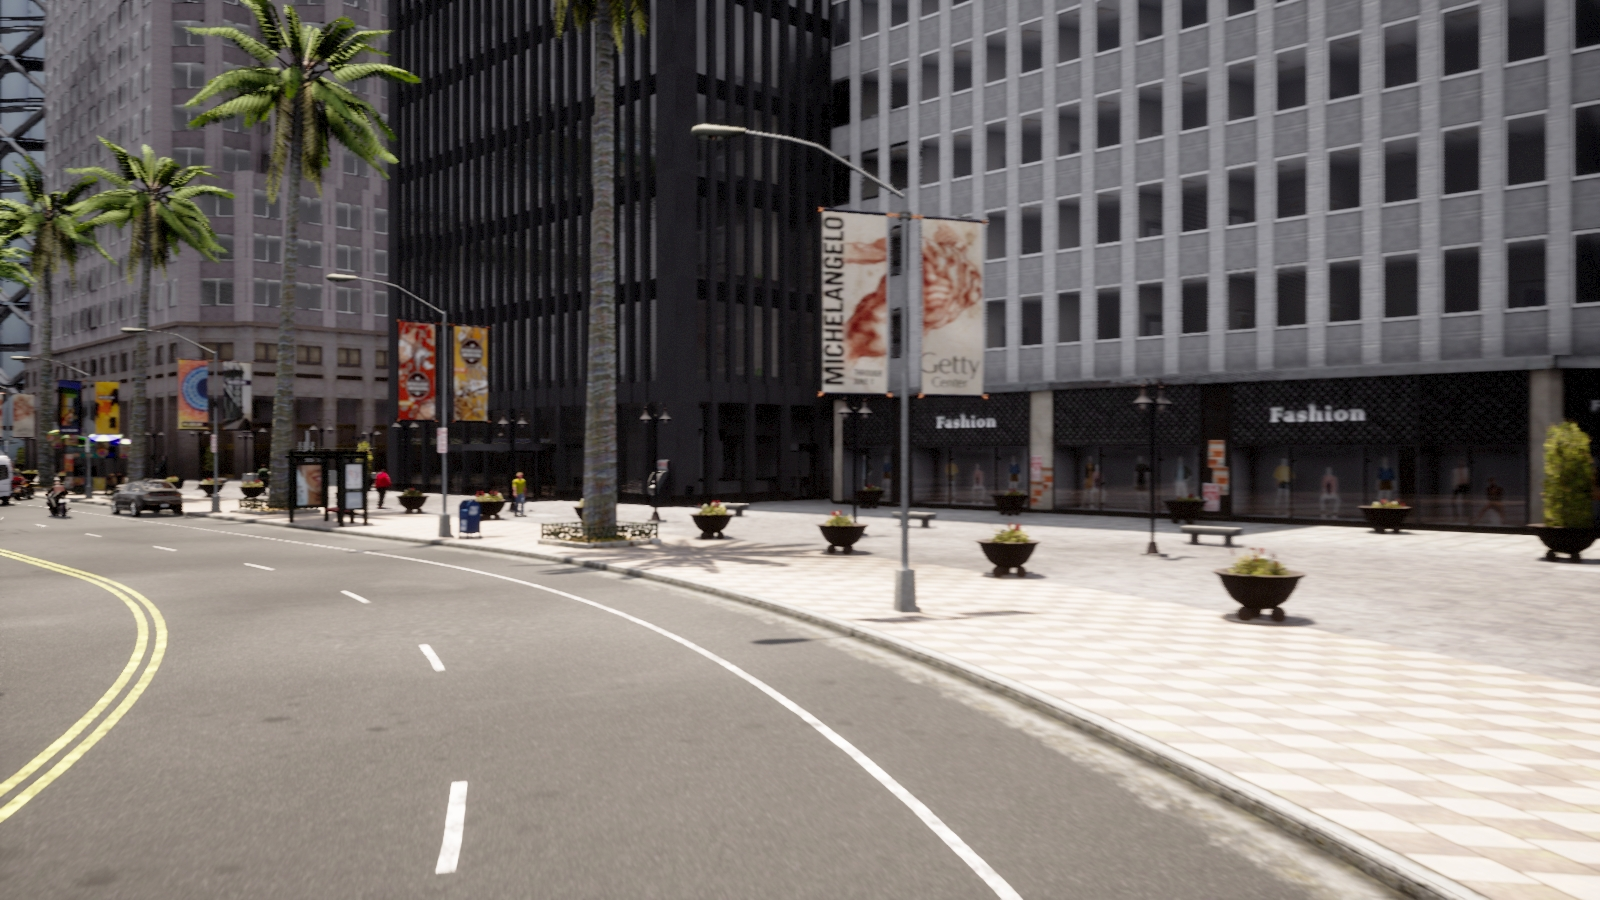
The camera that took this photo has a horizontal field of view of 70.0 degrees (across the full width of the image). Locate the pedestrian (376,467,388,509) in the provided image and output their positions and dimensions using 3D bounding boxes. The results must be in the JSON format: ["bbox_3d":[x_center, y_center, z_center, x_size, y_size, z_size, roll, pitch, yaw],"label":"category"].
[{"bbox_3d":[-18.945,1.717,51.771,0.375,1.860,0.375,0,0,13],"label":"pedestrian"}]

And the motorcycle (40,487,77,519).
[{"bbox_3d":[-31.251,2.234,48.118,2.209,1.251,0.867,0,0,45],"label":"motorcycle"}]

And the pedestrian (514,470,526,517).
[{"bbox_3d":[-11.126,1.715,45.423,0.375,1.860,0.375,0,0,-34],"label":"pedestrian"}]

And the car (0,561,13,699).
[{"bbox_3d":[-9.363,2.046,11.319,1.845,1.501,3.633,0,0,-22],"label":"car"}]

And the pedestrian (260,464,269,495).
[{"bbox_3d":[-31.592,1.736,67.363,0.375,1.860,0.375,0,0,-44],"label":"pedestrian"}]

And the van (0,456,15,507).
[{"bbox_3d":[-42.727,1.574,59.489,5.915,2.561,1.988,0,0,45],"label":"van"}]
